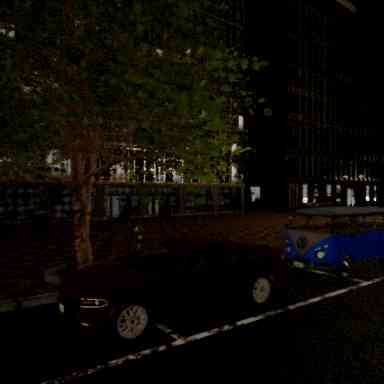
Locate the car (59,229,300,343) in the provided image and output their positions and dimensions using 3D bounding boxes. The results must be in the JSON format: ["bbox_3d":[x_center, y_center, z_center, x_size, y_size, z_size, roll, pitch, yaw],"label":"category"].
[{"bbox_3d":[-0.174,1.543,6.436,4.507,1.381,1.887,0,0,-36],"label":"car"}]

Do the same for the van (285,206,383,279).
[{"bbox_3d":[4.441,1.334,9.728,3.998,1.788,1.690,0,0,-36],"label":"van"}]
